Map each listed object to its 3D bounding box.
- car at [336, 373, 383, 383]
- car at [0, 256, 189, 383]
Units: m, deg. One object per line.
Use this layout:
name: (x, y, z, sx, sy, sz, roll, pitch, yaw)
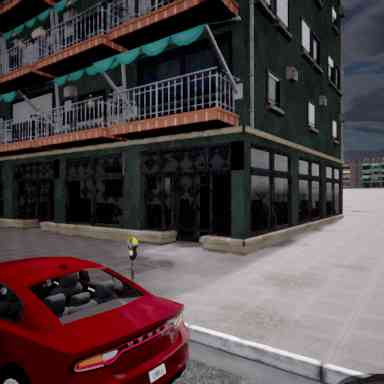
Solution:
car: (2.460, 1.566, 1.129, 4.313, 1.339, 1.947, 0, 0, 35)
car: (-2.138, 1.545, 4.389, 4.507, 1.381, 1.887, 0, 0, 35)
